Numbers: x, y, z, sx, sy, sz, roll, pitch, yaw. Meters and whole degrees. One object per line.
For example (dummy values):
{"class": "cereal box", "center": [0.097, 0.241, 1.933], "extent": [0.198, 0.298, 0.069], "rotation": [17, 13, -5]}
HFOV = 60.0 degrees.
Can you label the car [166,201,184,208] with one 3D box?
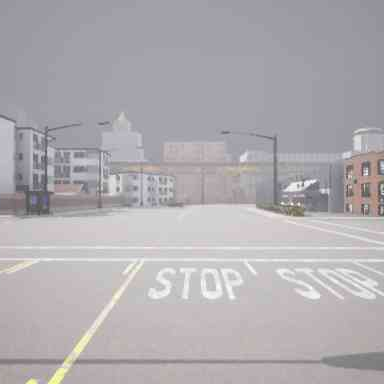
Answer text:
{"class": "car", "center": [-3.490, 2.587, 68.643], "extent": [1.895, 1.301, 4.718], "rotation": [0, -1, 22]}
